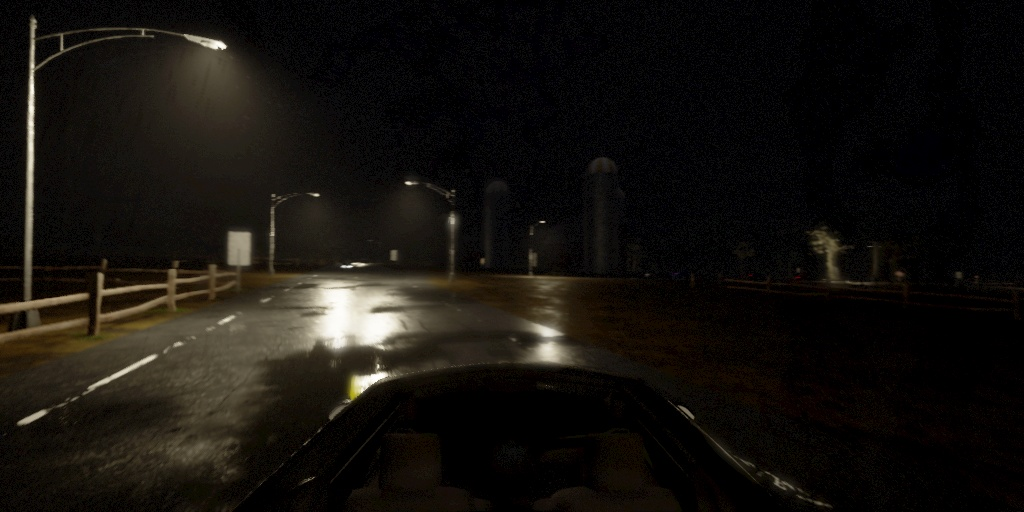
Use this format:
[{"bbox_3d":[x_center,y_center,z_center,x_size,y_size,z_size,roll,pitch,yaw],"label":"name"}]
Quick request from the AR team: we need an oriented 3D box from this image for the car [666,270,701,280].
[{"bbox_3d":[26.623,2.897,54.989,5.008,1.535,1.882,2,-2,-23],"label":"car"}]

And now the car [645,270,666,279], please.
[{"bbox_3d":[23.187,2.881,56.557,4.902,1.511,2.128,2,-2,-23],"label":"car"}]
